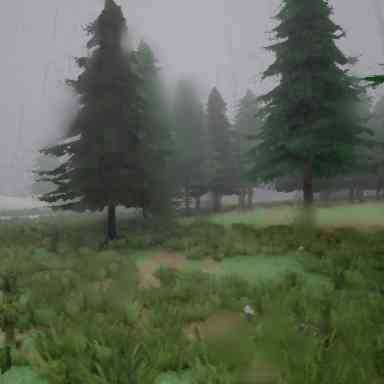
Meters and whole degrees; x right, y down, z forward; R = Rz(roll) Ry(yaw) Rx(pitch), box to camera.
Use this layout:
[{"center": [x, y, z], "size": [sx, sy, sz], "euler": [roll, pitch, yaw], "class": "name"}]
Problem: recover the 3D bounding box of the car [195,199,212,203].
[{"center": [2.254, 2.003, 62.299], "size": [2.128, 1.511, 4.902], "euler": [-1, 0, 35], "class": "car"}]
